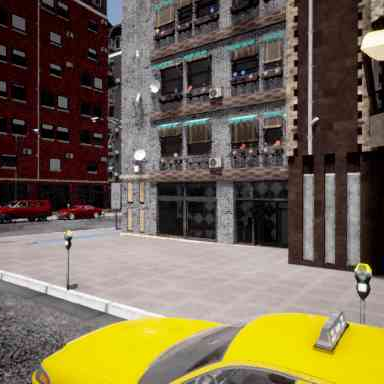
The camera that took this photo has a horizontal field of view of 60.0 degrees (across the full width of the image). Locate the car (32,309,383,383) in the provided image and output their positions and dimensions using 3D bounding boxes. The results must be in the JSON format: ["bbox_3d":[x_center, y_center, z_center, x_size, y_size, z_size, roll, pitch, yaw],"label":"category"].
[{"bbox_3d":[0.718,1.525,2.362,4.829,1.417,1.752,0,0,36],"label":"car"}]

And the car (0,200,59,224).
[{"bbox_3d":[-14.179,1.591,27.655,2.192,1.841,5.009,-1,-2,35],"label":"car"}]

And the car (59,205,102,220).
[{"bbox_3d":[-10.884,1.924,32.295,1.887,1.381,4.507,-1,-2,35],"label":"car"}]
